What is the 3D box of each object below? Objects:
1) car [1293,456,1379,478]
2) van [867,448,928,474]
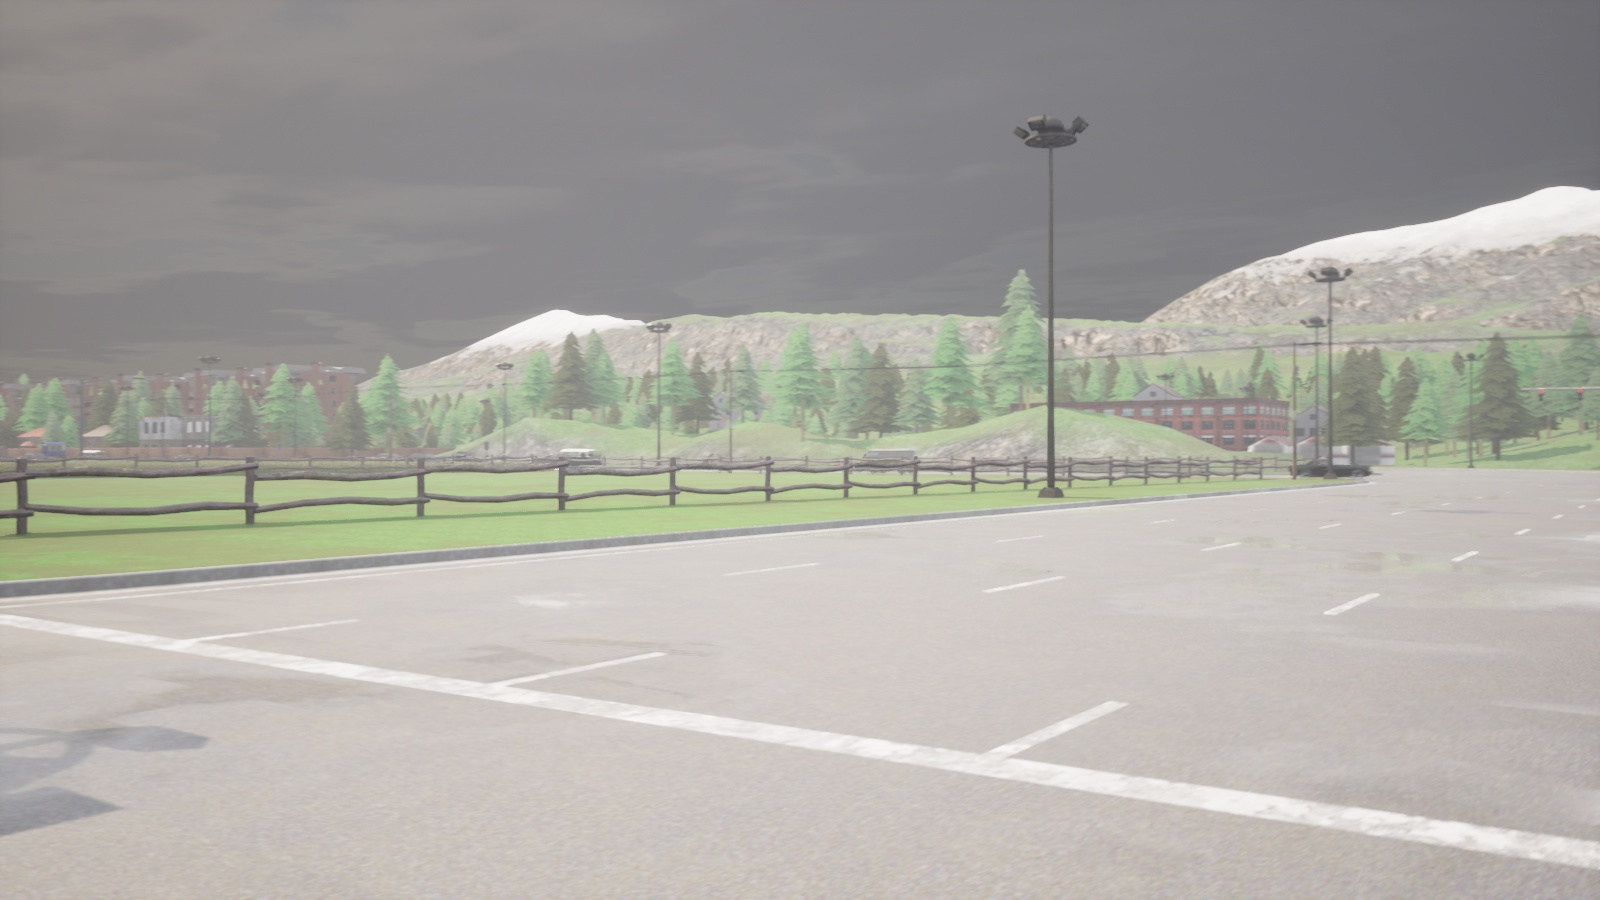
[{"bbox_3d":[32.487,0.995,76.157,4.718,1.301,1.895,0,0,26],"label":"car"},{"bbox_3d":[7.542,0.828,97.454,4.442,1.987,1.775,0,0,35],"label":"van"}]
